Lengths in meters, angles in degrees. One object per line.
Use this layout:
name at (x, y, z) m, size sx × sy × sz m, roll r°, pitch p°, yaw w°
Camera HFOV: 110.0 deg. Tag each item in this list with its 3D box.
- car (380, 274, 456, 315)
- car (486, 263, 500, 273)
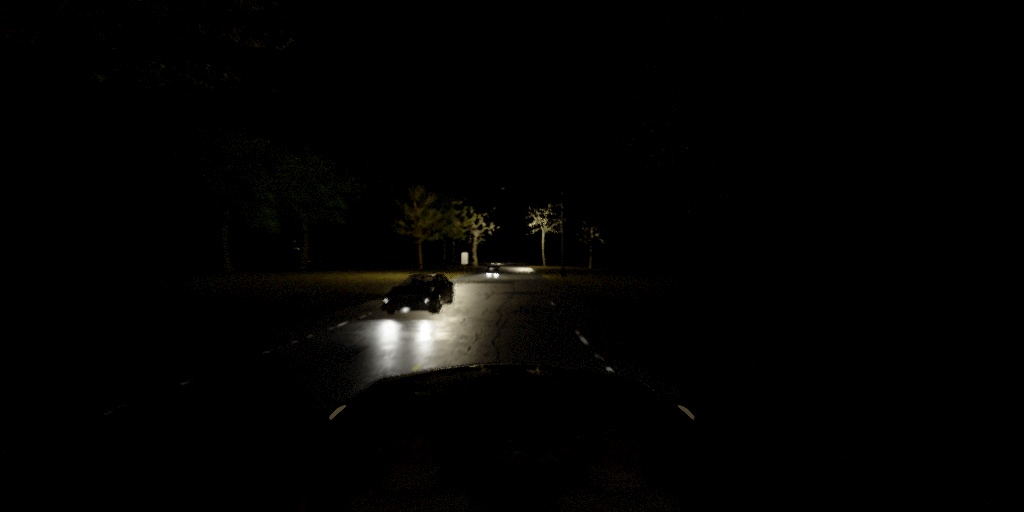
car at (-3.531, 1.435, 14.602) m, size 2.033 × 1.411 × 5.357 m, roll 0°, pitch -1°, yaw 1°
car at (-2.913, 1.807, 55.406) m, size 2.128 × 1.511 × 4.902 m, roll 0°, pitch -1°, yaw 1°
